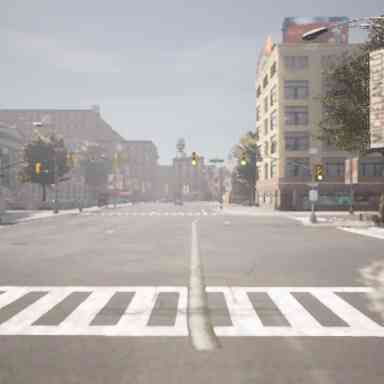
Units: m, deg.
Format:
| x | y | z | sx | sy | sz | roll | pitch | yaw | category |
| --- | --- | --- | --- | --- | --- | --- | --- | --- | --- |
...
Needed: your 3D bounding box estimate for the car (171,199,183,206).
| x | y | z | sx | sy | sz | roll | pitch | yaw | category |
| --- | --- | --- | --- | --- | --- | --- | --- | --- | --- |
| -3.484 | 2.636 | 82.634 | 2.033 | 1.411 | 5.357 | 0 | -1 | 0 | car |
